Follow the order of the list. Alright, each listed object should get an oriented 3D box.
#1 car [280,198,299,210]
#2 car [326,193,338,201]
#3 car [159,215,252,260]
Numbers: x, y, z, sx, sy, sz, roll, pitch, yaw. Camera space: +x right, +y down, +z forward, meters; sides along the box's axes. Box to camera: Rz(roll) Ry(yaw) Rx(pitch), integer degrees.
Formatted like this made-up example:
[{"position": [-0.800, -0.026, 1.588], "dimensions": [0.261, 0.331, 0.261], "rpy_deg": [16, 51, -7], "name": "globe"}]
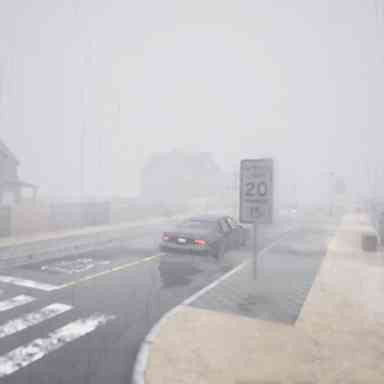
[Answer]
[{"position": [13.093, 1.539, 44.559], "dimensions": [1.812, 1.442, 4.674], "rpy_deg": [1, 0, 26], "name": "car"}, {"position": [35.372, 1.284, 84.272], "dimensions": [2.150, 2.045, 5.566], "rpy_deg": [1, 1, 26], "name": "car"}, {"position": [0.767, 1.583, 12.768], "dimensions": [2.033, 1.411, 5.357], "rpy_deg": [1, 0, 26], "name": "car"}]
